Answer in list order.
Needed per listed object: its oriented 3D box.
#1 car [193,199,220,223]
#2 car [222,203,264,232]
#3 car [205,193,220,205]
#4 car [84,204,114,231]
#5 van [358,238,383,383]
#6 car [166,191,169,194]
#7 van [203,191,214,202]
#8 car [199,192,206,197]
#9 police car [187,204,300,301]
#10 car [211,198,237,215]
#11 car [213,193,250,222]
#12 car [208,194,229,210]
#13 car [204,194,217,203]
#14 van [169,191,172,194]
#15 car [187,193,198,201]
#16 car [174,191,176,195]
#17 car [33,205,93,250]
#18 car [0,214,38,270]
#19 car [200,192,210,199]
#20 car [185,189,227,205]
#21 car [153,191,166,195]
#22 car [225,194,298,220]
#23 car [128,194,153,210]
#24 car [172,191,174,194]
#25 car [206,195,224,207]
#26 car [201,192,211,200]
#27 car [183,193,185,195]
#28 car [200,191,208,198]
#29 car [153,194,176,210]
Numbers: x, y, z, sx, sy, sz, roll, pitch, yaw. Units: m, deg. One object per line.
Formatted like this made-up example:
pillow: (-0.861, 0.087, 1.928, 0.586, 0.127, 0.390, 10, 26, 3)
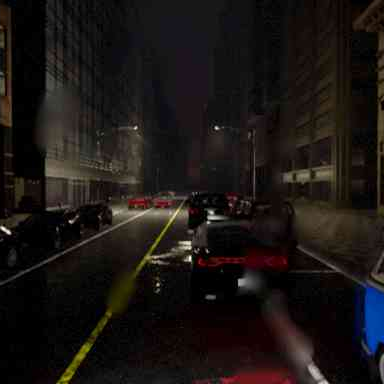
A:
car: (0.945, 1.265, 24.219, 1.812, 1.442, 4.674, 0, 1, 0)
car: (2.795, 1.375, 19.082, 1.802, 1.307, 4.206, 0, 1, 0)
car: (2.848, 0.940, 47.087, 1.967, 1.590, 4.097, 0, 1, 0)
car: (-5.730, 1.359, 19.085, 1.947, 1.339, 4.313, 0, 1, 0)
van: (2.763, 1.315, 2.276, 1.690, 1.788, 3.998, 0, 1, 0)
car: (-5.656, 0.929, 58.297, 1.887, 1.381, 4.507, 0, 1, 0)
van: (2.868, 0.725, 58.289, 1.690, 1.788, 3.998, 0, 1, 0)
car: (2.933, 0.618, 91.901, 1.802, 1.307, 4.206, 0, 1, 0)
police car: (0.915, 1.333, 8.328, 1.930, 1.638, 5.238, 0, 1, 0)
car: (2.817, 1.241, 30.285, 1.947, 1.339, 4.313, 0, 1, 0)
car: (2.805, 1.049, 24.681, 2.192, 1.841, 5.009, 0, 1, 0)
car: (2.827, 1.057, 35.885, 1.967, 1.590, 4.097, 0, 1, 0)
car: (2.859, 1.024, 52.691, 1.802, 1.307, 4.206, 0, 1, 0)
van: (-5.636, 0.609, 69.500, 1.690, 1.788, 3.998, 0, 1, 0)
car: (0.115, 0.899, 61.471, 2.033, 1.411, 5.357, 0, 1, 0)
car: (-5.614, 0.697, 80.705, 1.887, 1.381, 4.507, 0, 1, 0)
car: (-5.740, 1.419, 13.484, 1.947, 1.339, 4.313, 0, 1, 0)
car: (-5.751, 1.464, 7.882, 2.008, 1.369, 4.403, 0, 1, 0)
car: (2.901, 0.754, 75.097, 1.887, 1.381, 4.507, 0, 1, 0)
car: (0.887, 1.024, 18.245, 2.150, 2.045, 5.566, 0, 1, 0)
car: (-5.667, 0.882, 52.695, 1.967, 1.590, 4.097, 0, 1, 0)
car: (2.784, 1.168, 13.478, 2.192, 1.841, 5.009, 0, 1, 0)
car: (-5.698, 1.162, 35.891, 1.887, 1.381, 4.507, 0, 1, 0)
car: (-5.625, 0.755, 75.104, 1.887, 1.381, 4.507, 0, 1, 0)
car: (2.838, 1.124, 41.487, 1.947, 1.339, 4.313, 0, 1, 0)
car: (2.890, 0.812, 69.494, 1.887, 1.381, 4.507, 0, 1, 0)
car: (0.110, 1.078, 45.784, 1.994, 1.385, 4.181, 0, 1, 1)
car: (2.911, 0.592, 80.697, 1.967, 1.590, 4.097, 0, 1, 0)
car: (-3.013, 1.213, 36.342, 1.895, 1.301, 4.718, 0, 1, 0)
